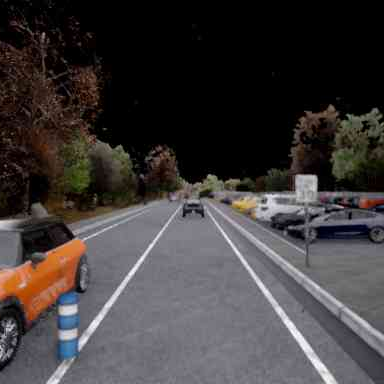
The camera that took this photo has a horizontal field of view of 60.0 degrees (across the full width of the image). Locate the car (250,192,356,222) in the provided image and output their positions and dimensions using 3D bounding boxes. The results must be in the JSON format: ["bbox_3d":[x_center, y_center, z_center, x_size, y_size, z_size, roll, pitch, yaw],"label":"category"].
[{"bbox_3d":[6.877,1.176,21.157,5.566,2.045,2.435,0,1,0],"label":"car"}]

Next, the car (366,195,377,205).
[{"bbox_3d":[19.993,1.325,32.116,4.792,1.488,2.163,0,1,0],"label":"car"}]

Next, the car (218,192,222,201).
[{"bbox_3d":[7.100,1.215,54.462,4.792,1.488,2.163,0,0,0],"label":"car"}]

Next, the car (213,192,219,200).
[{"bbox_3d":[6.991,1.169,60.016,5.366,1.575,1.946,0,0,0],"label":"car"}]

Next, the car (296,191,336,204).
[{"bbox_3d":[20.180,0.927,54.266,5.566,2.045,2.435,0,0,0],"label":"car"}]

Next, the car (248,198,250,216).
[{"bbox_3d":[7.057,1.393,23.935,5.366,1.575,1.946,0,1,0],"label":"car"}]

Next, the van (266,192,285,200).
[{"bbox_3d":[20.558,0.883,81.967,4.442,1.987,1.878,0,0,0],"label":"van"}]

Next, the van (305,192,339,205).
[{"bbox_3d":[20.067,0.960,51.497,4.442,1.987,1.878,0,0,0],"label":"van"}]

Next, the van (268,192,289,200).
[{"bbox_3d":[20.536,0.890,79.322,4.442,1.987,1.878,0,0,0],"label":"van"}]

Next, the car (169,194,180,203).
[{"bbox_3d":[-3.127,1.166,60.646,2.128,1.511,4.902,0,0,1],"label":"car"}]

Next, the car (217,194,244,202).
[{"bbox_3d":[7.206,1.166,62.790,4.892,1.521,2.231,0,0,0],"label":"car"}]

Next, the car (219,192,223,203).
[{"bbox_3d":[7.077,1.222,51.686,4.792,1.488,2.163,0,0,0],"label":"car"}]

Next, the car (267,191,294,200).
[{"bbox_3d":[20.367,0.871,76.552,5.566,2.045,2.435,0,0,0],"label":"car"}]

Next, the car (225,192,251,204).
[{"bbox_3d":[7.067,1.091,43.359,4.553,1.767,2.185,0,0,0],"label":"car"}]

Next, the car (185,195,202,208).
[{"bbox_3d":[0.175,1.225,44.942,2.128,1.511,4.902,0,0,0],"label":"car"}]

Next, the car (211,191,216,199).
[{"bbox_3d":[7.061,1.148,68.344,5.366,1.575,1.946,0,0,0],"label":"car"}]

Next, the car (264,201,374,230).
[{"bbox_3d":[6.830,1.458,18.385,5.008,1.535,2.097,0,1,0],"label":"car"}]

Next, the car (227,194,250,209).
[{"bbox_3d":[6.781,1.270,35.162,5.366,1.575,1.946,0,1,0],"label":"car"}]

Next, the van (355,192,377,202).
[{"bbox_3d":[20.162,1.040,35.006,4.442,1.987,1.878,0,1,0],"label":"van"}]

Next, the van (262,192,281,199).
[{"bbox_3d":[20.349,0.876,84.871,4.442,1.987,1.878,0,0,0],"label":"van"}]

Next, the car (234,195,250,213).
[{"bbox_3d":[6.733,1.331,29.490,5.366,1.575,1.946,0,1,0],"label":"car"}]

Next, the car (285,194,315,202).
[{"bbox_3d":[20.272,1.158,62.578,5.008,1.535,2.097,0,0,0],"label":"car"}]

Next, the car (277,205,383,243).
[{"bbox_3d":[6.772,1.519,15.609,4.792,1.488,2.163,0,1,0],"label":"car"}]

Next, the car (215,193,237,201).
[{"bbox_3d":[7.238,1.018,71.118,4.553,1.767,2.185,0,0,0],"label":"car"}]

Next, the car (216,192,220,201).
[{"bbox_3d":[7.124,1.208,57.238,4.792,1.488,2.163,0,0,0],"label":"car"}]

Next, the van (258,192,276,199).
[{"bbox_3d":[20.395,0.934,90.263,4.442,1.987,1.878,0,-1,0],"label":"van"}]

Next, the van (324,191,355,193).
[{"bbox_3d":[20.006,0.984,43.171,4.442,1.987,1.878,0,0,0],"label":"van"}]

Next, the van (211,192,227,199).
[{"bbox_3d":[7.317,0.943,90.535,4.442,1.987,1.878,0,-1,0],"label":"van"}]

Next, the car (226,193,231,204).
[{"bbox_3d":[7.006,1.231,40.581,4.892,1.521,2.231,0,1,0],"label":"car"}]

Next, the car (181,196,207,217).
[{"bbox_3d":[0.122,1.319,29.348,1.837,1.490,4.892,0,1,0],"label":"car"}]

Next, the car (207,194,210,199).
[{"bbox_3d":[7.415,0.858,84.998,5.566,2.045,2.435,0,0,0],"label":"car"}]

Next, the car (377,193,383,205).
[{"bbox_3d":[20.026,1.076,29.343,5.566,2.045,2.435,0,1,0],"label":"car"}]

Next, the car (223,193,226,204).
[{"bbox_3d":[7.088,1.236,46.133,4.792,1.488,2.163,0,0,0],"label":"car"}]

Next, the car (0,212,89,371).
[{"bbox_3d":[-3.348,1.315,5.558,2.097,1.767,4.553,0,0,0],"label":"car"}]

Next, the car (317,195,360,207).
[{"bbox_3d":[20.143,1.199,45.957,5.008,1.535,2.097,0,0,0],"label":"car"}]

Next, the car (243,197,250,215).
[{"bbox_3d":[6.901,1.366,26.713,4.892,1.521,2.231,0,1,0],"label":"car"}]
